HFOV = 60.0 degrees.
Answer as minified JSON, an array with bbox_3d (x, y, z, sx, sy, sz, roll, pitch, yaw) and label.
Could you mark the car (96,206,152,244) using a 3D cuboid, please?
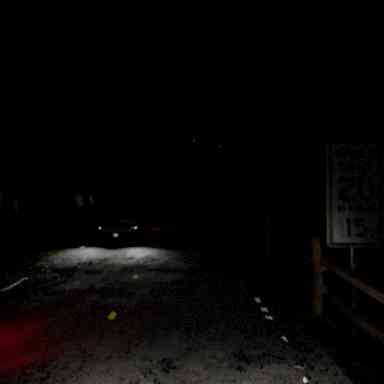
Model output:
[{"bbox_3d":[-2.954,1.385,15.228,1.812,1.442,4.674,0,0,0],"label":"car"}]
